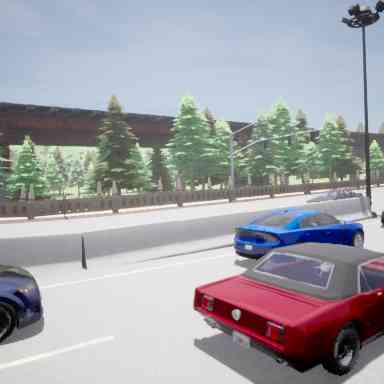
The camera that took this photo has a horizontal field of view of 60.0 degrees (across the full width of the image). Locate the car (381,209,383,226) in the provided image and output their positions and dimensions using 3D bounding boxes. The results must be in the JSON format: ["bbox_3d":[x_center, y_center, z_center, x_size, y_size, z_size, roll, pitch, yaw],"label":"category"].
[{"bbox_3d":[10.848,0.878,15.881,4.181,1.385,1.994,-4,2,-36],"label":"car"}]

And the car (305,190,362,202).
[{"bbox_3d":[10.712,0.559,24.905,5.357,1.411,2.033,-4,2,-34],"label":"car"}]

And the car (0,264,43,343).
[{"bbox_3d":[-4.482,1.563,4.852,4.181,1.385,1.994,0,0,-36],"label":"car"}]

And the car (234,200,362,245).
[{"bbox_3d":[3.568,1.282,10.636,5.008,1.535,1.882,-3,2,-36],"label":"car"}]

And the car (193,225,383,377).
[{"bbox_3d":[2.424,1.533,5.500,4.718,1.301,1.895,-2,1,-36],"label":"car"}]
